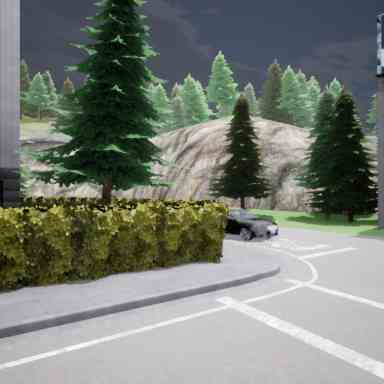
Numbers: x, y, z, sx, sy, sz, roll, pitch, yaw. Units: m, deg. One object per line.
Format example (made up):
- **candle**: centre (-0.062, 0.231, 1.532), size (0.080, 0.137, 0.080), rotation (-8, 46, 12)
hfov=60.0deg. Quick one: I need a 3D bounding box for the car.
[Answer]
- **car**: centre (2.357, 1.669, 17.922), size (2.128, 1.511, 4.902), rotation (0, 0, -40)
